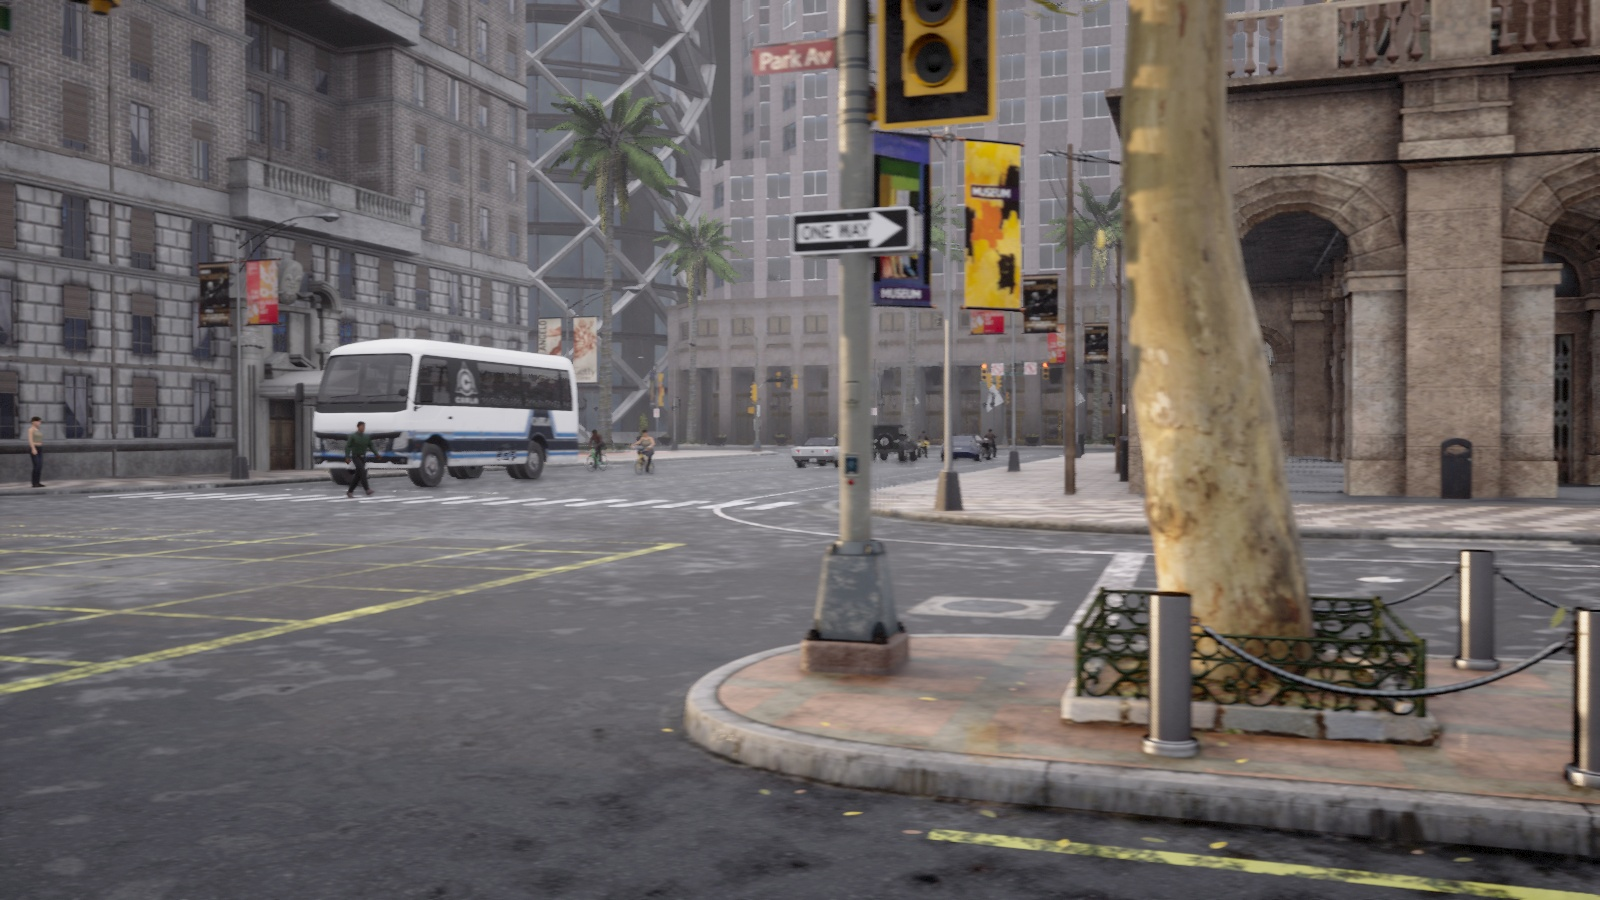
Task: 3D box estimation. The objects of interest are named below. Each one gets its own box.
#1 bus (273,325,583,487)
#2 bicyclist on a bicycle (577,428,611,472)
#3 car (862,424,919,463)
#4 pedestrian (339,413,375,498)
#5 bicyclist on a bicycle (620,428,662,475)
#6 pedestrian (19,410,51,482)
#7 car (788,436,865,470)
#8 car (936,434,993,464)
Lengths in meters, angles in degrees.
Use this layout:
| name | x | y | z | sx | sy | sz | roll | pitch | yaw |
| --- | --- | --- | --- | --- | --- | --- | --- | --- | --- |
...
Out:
| name | x | y | z | sx | sy | sz | roll | pitch | yaw |
| --- | --- | --- | --- | --- | --- | --- | --- | --- | --- |
| bus | -10.907 | -1.208 | 38.572 | 3.944 | 4.253 | 10.273 | 1 | 0 | 18 |
| bicyclist on a bicycle | -7.837 | -0.016 | 47.866 | 0.582 | 1.620 | 1.656 | 1 | 2 | 19 |
| car | 4.515 | -0.360 | 62.394 | 1.905 | 1.878 | 3.866 | 1 | 1 | 19 |
| pedestrian | -10.273 | 0.116 | 29.127 | 0.788 | 1.949 | 0.423 | 1 | 1 | 35 |
| bicyclist on a bicycle | -5.525 | 0.042 | 43.719 | 0.866 | 1.612 | 1.509 | 1 | 1 | 19 |
| pedestrian | -19.737 | -0.110 | 32.396 | 0.594 | 1.836 | 0.345 | 0 | 1 | 5 |
| car | 1.165 | 0.089 | 52.600 | 1.895 | 1.301 | 4.718 | 1 | 1 | 19 |
| car | 8.240 | -0.079 | 62.481 | 1.994 | 1.385 | 4.181 | 1 | 1 | 19 |
